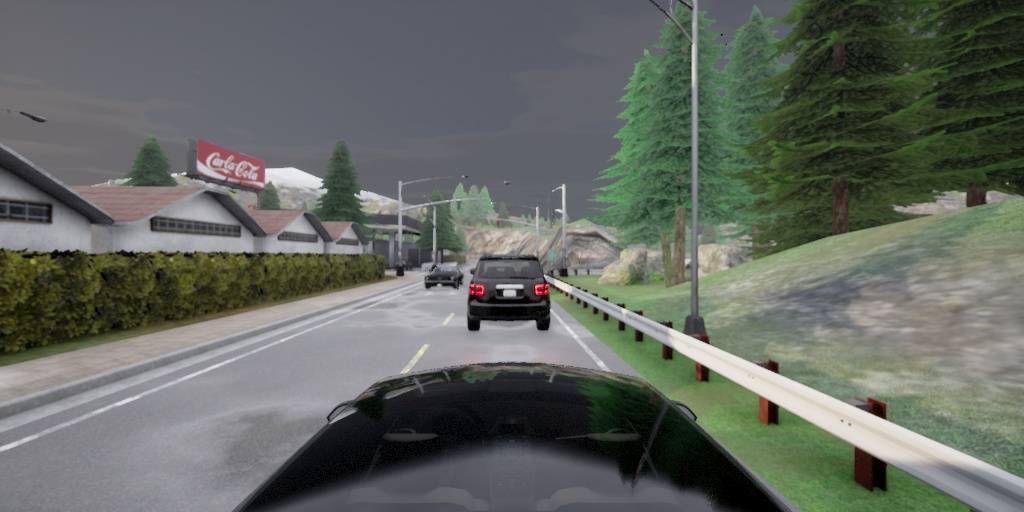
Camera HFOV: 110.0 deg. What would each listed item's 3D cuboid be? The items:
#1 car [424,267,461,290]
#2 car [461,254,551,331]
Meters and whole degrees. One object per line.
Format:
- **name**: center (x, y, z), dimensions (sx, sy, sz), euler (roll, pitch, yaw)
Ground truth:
- **car**: center (-4.154, 1.347, 22.517), dimensions (1.895, 1.301, 4.718), euler (0, 0, -1)
- **car**: center (-0.142, 0.970, 11.123), dimensions (2.150, 2.045, 5.566), euler (0, 0, -2)
